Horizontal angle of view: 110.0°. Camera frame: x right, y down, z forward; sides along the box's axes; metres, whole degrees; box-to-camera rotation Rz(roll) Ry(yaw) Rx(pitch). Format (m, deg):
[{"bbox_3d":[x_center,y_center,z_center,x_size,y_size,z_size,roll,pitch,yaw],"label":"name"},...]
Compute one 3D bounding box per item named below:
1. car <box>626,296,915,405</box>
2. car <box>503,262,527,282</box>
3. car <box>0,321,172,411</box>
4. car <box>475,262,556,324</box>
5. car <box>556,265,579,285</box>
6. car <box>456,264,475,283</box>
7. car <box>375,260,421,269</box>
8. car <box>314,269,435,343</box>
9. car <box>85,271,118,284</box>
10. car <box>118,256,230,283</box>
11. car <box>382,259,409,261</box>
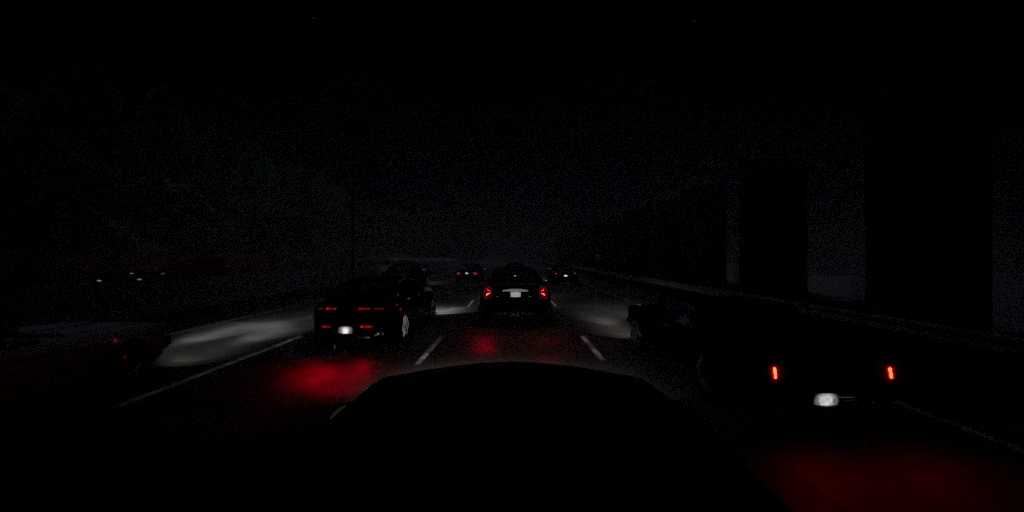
[{"bbox_3d":[3.602,1.354,6.327,1.895,1.301,4.718,0,0,0],"label":"car"},{"bbox_3d":[0.303,1.277,30.084,1.837,1.490,4.892,0,0,1],"label":"car"},{"bbox_3d":[-6.899,1.353,4.103,1.895,1.301,4.718,0,0,0],"label":"car"},{"bbox_3d":[0.102,1.110,12.215,2.097,1.767,4.553,0,0,0],"label":"car"},{"bbox_3d":[3.735,1.333,26.688,1.994,1.385,4.181,0,0,1],"label":"car"},{"bbox_3d":[-3.238,1.317,28.630,2.033,1.411,5.357,0,0,1],"label":"car"},{"bbox_3d":[-6.825,1.244,23.290,1.882,1.535,5.008,0,0,1],"label":"car"},{"bbox_3d":[-3.395,1.261,9.727,1.837,1.490,4.892,0,0,0],"label":"car"},{"bbox_3d":[-27.980,1.370,26.552,1.895,1.301,4.718,0,0,1],"label":"car"},{"bbox_3d":[-21.038,0.990,23.039,2.150,2.045,5.566,0,0,1],"label":"car"},{"bbox_3d":[-16.910,1.351,52.296,1.994,1.385,4.181,0,0,1],"label":"car"}]
